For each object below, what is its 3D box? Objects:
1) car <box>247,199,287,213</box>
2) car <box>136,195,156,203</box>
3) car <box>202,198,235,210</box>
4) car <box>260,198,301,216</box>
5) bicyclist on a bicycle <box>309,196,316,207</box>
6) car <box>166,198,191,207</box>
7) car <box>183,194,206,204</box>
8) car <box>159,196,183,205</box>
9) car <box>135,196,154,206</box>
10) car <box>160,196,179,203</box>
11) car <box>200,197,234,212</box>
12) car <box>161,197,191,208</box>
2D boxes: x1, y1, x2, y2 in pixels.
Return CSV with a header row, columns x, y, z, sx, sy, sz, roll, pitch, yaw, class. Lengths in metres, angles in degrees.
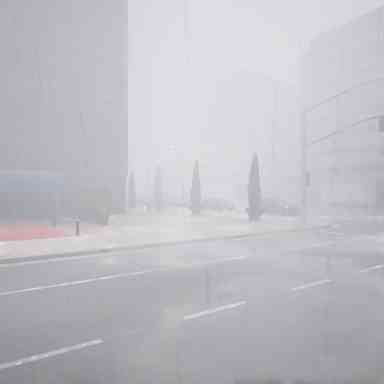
x,y,z,sx,sy,sz,roll,pitch,yaw,class
8.509,1.564,37.841,1.994,1.385,4.181,0,0,-35,car
-9.772,1.520,70.452,2.128,1.511,4.902,0,0,-35,car
3.515,1.526,45.036,1.812,1.442,4.674,0,0,-35,car
8.192,1.352,32.161,2.097,1.767,4.553,0,0,-35,car
16.941,1.301,46.707,1.656,1.620,0.582,0,0,-35,bicyclist on a bicycle
-2.202,1.601,53.280,1.895,1.301,4.718,0,0,-35,car
0.365,1.352,62.186,2.097,1.767,4.553,0,0,-35,car
-4.062,1.547,62.421,2.033,1.411,5.357,0,0,-35,car
-8.100,1.526,55.676,1.812,1.442,4.674,0,0,-34,car
-4.757,1.601,69.527,1.895,1.301,4.718,0,0,-35,car
3.001,1.491,39.637,2.128,1.511,4.902,0,0,-35,car
-2.559,1.547,47.646,2.033,1.411,5.357,0,0,-35,car
